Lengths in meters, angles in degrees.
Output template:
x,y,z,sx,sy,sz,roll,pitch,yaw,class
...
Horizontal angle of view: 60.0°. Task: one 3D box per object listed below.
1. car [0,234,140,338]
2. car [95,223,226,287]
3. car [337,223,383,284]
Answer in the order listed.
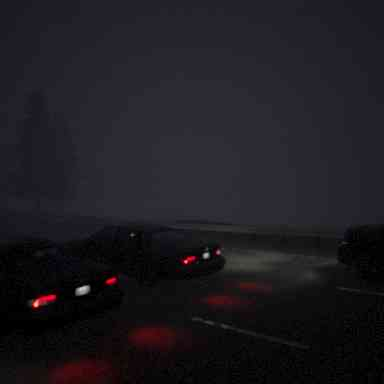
x,y,z,sx,sy,sz,roll,pitch,yaw,class
-3.753,1.613,6.670,5.357,1.411,2.033,-1,0,35,car
-1.704,1.613,9.509,5.357,1.411,2.033,-1,0,36,car
6.527,1.214,7.930,5.566,2.045,2.150,0,0,36,car
